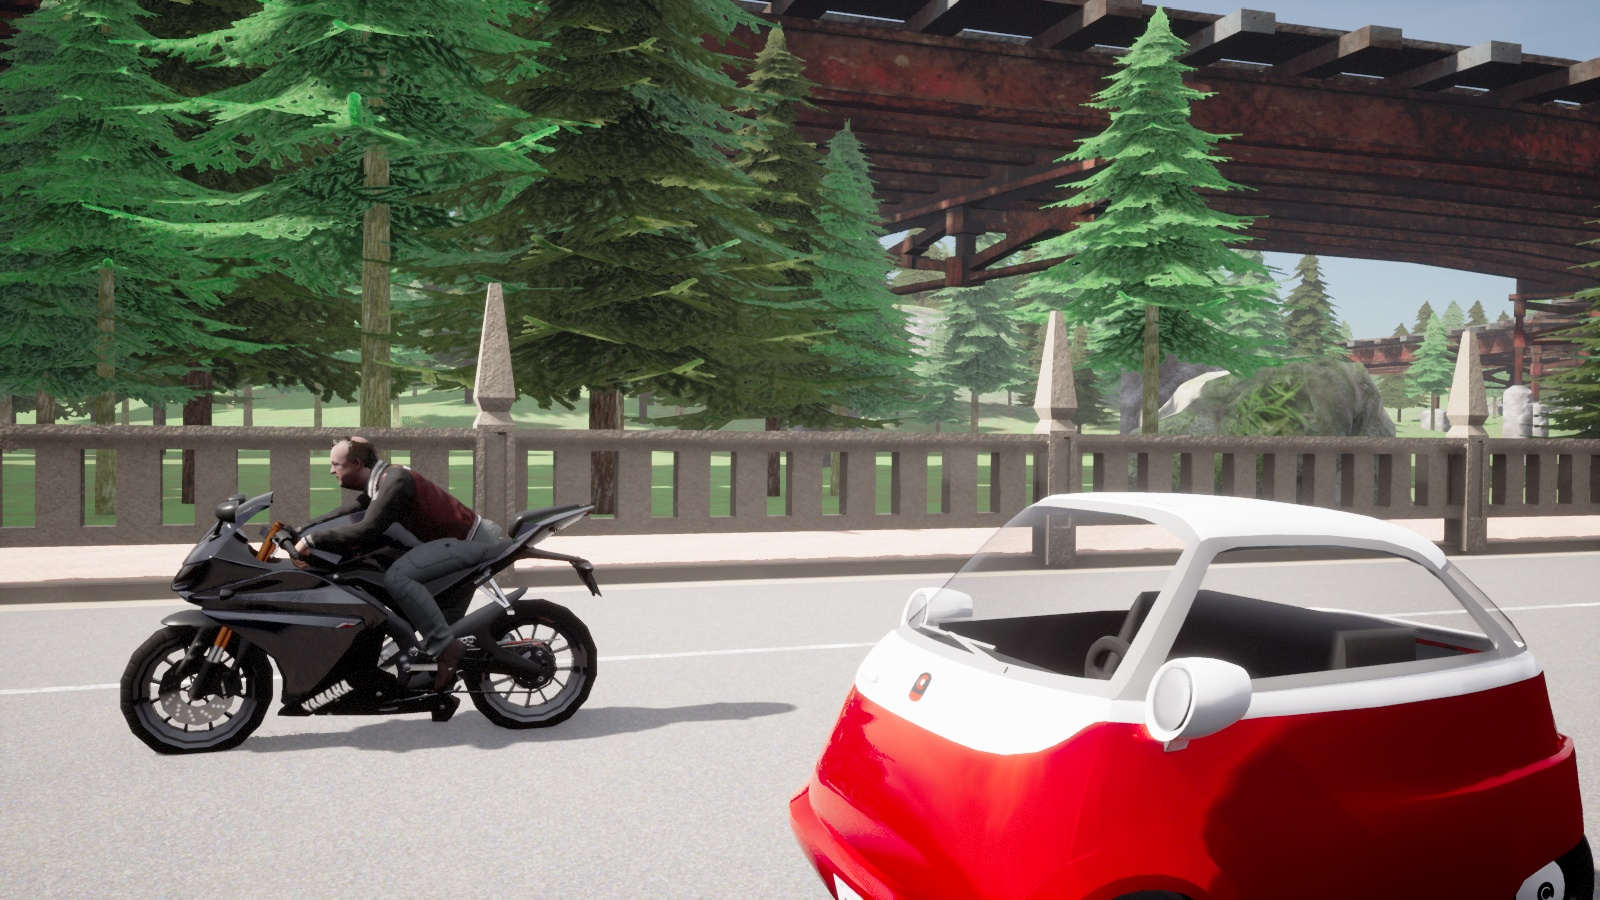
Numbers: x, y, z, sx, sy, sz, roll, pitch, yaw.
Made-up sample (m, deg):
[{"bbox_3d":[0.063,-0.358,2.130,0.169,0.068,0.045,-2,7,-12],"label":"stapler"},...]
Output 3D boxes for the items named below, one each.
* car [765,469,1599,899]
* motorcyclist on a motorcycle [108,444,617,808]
[{"bbox_3d":[1.187,0.780,3.690,2.207,1.376,1.481,-1,1,-21],"label":"car"},{"bbox_3d":[-2.089,0.755,6.190,2.191,1.530,0.866,-1,1,-21],"label":"motorcyclist on a motorcycle"}]
